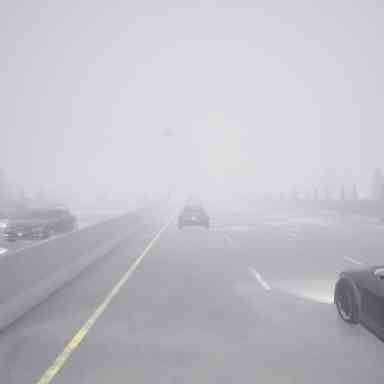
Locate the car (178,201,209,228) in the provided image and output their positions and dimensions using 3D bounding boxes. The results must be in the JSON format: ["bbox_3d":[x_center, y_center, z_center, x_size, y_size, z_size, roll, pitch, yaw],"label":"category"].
[{"bbox_3d":[0.109,1.555,22.084,1.994,1.385,4.181,0,0,0],"label":"car"}]

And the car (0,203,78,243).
[{"bbox_3d":[-7.093,1.494,16.131,1.837,1.490,4.892,0,0,0],"label":"car"}]

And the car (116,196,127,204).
[{"bbox_3d":[-14.309,1.603,67.287,1.837,1.490,4.892,0,0,-15],"label":"car"}]

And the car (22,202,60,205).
[{"bbox_3d":[-10.590,1.518,25.200,1.812,1.442,4.674,0,0,0],"label":"car"}]

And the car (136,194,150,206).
[{"bbox_3d":[-8.478,1.280,57.565,2.150,2.045,5.566,0,0,-9],"label":"car"}]

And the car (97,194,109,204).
[{"bbox_3d":[-18.072,1.330,67.610,2.150,2.045,5.566,0,0,-15],"label":"car"}]

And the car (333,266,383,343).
[{"bbox_3d":[3.603,1.558,4.469,1.994,1.385,4.181,0,0,0],"label":"car"}]

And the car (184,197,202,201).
[{"bbox_3d":[0.093,1.362,39.605,2.097,1.767,4.553,0,0,-1],"label":"car"}]

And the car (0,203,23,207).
[{"bbox_3d":[-14.089,1.557,26.150,1.994,1.385,4.181,0,0,0],"label":"car"}]
